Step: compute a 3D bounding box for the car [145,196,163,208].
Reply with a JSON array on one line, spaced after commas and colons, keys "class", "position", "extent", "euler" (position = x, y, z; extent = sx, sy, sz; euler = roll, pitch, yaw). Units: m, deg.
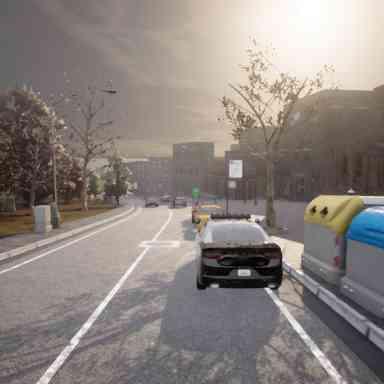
[{"class": "car", "position": [-5.781, 1.500, 48.046], "extent": [2.033, 1.411, 5.357], "euler": [-1, 0, -10]}]

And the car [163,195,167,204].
[{"class": "car", "position": [-4.778, 1.386, 60.386], "extent": [1.837, 1.490, 4.892], "euler": [-2, 0, -16]}]

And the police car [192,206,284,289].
[{"class": "police car", "position": [1.042, 1.408, 9.232], "extent": [1.930, 1.638, 5.238], "euler": [0, 0, 0]}]

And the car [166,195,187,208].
[{"class": "car", "position": [-1.933, 1.384, 46.897], "extent": [2.128, 1.511, 4.902], "euler": [-1, 0, -10]}]

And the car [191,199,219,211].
[{"class": "car", "position": [1.033, 1.419, 19.358], "extent": [1.801, 1.575, 5.366], "euler": [0, 0, 0]}]
